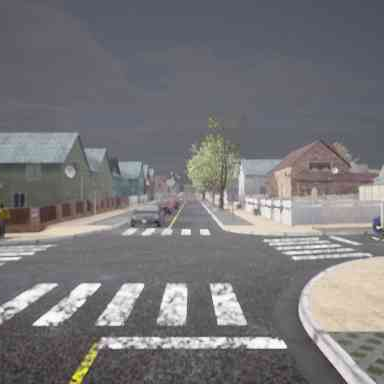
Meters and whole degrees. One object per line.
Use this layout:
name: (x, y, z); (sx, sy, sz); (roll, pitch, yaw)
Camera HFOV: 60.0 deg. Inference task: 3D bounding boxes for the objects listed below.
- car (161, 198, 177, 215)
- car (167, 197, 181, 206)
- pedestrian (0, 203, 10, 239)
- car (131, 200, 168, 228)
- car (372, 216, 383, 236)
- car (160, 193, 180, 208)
car: (-2.885, 1.560, 33.486); (1.895, 1.301, 4.718); (0, 0, 0)
car: (-2.873, 1.530, 53.437); (1.895, 1.301, 4.718); (0, 0, 0)
pedestrian: (-9.711, 1.440, 17.033); (0.375, 1.860, 0.375); (0, 0, 0)
car: (-2.866, 1.499, 22.278); (1.812, 1.442, 4.674); (0, 0, 0)
car: (10.395, 1.171, 14.227); (5.008, 1.535, 1.882); (-2, -1, -2)
car: (-2.907, 1.166, 43.397); (2.150, 2.045, 5.566); (0, 0, 0)
